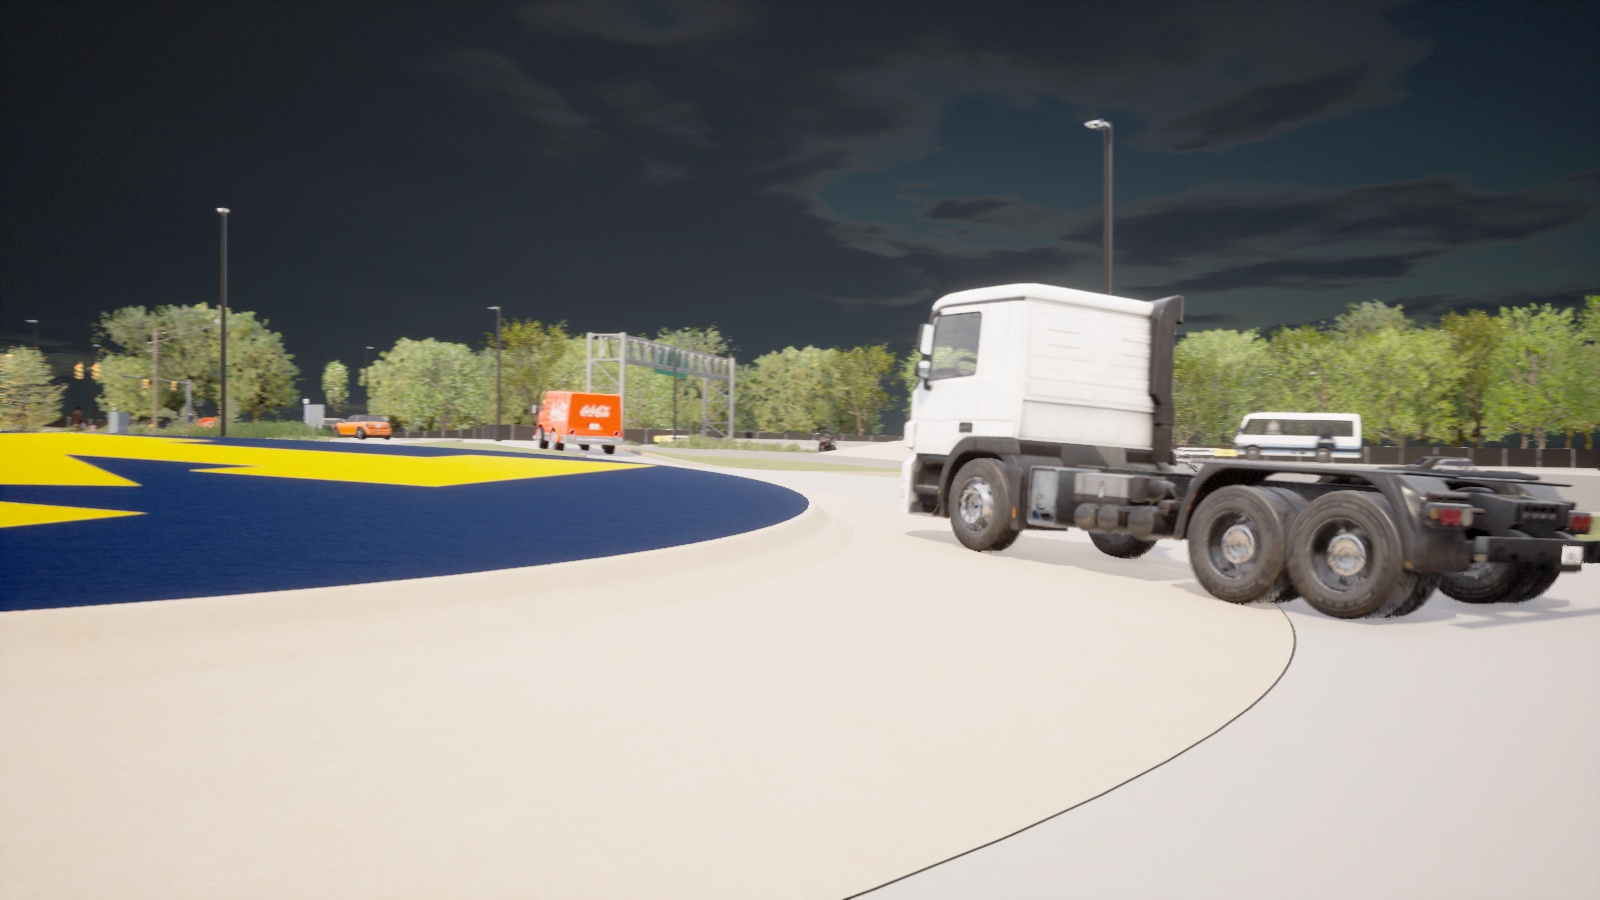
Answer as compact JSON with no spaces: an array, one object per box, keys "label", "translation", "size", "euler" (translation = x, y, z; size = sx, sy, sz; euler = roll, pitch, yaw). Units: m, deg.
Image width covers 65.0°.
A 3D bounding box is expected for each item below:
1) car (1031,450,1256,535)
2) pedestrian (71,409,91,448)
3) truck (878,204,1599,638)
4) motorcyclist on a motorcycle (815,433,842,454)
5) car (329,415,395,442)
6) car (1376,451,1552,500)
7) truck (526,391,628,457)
[{"label":"car","translation":[6.664,0.762,24.983],"size":[1.895,1.301,4.718],"euler":[0,3,-20]},{"label":"pedestrian","translation":[-34.293,-1.035,59.890],"size":[0.431,1.840,0.703],"euler":[0,0,18]},{"label":"truck","translation":[4.463,-0.298,14.137],"size":[2.891,3.462,7.936],"euler":[3,0,-32]},{"label":"motorcyclist on a motorcycle","translation":[2.170,-0.467,95.310],"size":[0.866,1.530,2.191],"euler":[1,0,40]},{"label":"car","translation":[-29.456,-1.441,84.371],"size":[4.553,1.767,2.097],"euler":[1,0,39]},{"label":"car","translation":[21.610,0.810,41.071],"size":[4.718,1.301,1.895],"euler":[3,2,14]},{"label":"truck","translation":[-9.292,-1.123,51.950],"size":[2.627,2.467,5.204],"euler":[1,2,-28]}]
